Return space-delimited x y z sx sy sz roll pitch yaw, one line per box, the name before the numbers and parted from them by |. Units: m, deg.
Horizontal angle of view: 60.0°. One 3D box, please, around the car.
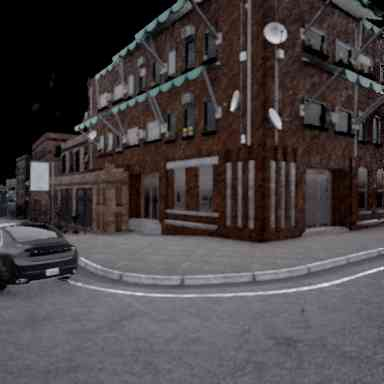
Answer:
car | -4.998 1.590 9.268 4.892 1.490 1.837 0 -1 42
